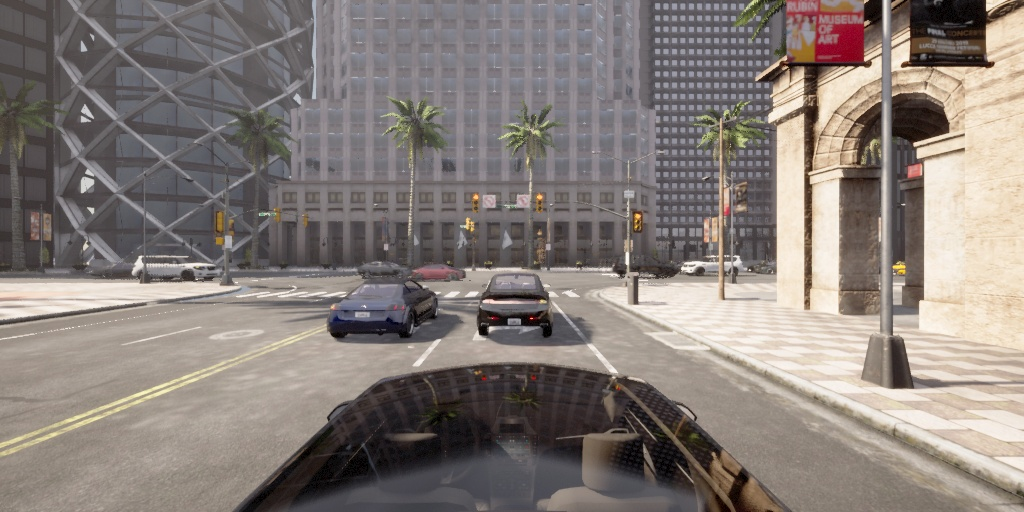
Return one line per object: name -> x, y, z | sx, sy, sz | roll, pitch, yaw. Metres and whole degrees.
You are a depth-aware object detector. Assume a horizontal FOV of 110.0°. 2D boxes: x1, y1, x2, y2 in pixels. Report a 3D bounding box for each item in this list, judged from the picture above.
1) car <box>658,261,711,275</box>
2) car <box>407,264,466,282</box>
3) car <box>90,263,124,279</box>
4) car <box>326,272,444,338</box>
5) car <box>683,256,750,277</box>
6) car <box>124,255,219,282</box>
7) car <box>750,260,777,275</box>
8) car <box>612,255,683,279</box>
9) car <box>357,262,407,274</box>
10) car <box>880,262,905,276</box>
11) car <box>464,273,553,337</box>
car -> 18.869, 1.255, 39.291 | 4.892, 1.490, 1.837 | 0, 0, 0
car -> -5.796, 1.314, 28.669 | 4.181, 1.385, 1.994 | 0, 0, 0
car -> -33.552, 1.297, 31.743 | 5.357, 1.411, 2.033 | 0, 0, -8
car -> -3.416, 1.314, 10.222 | 1.994, 1.385, 4.181 | 0, 0, 0
car -> 19.989, 0.972, 35.787 | 5.566, 2.045, 2.150 | 0, 0, 0
car -> -26.711, 0.971, 28.583 | 5.566, 2.045, 2.150 | 0, 0, -1
car -> 28.832, 1.314, 39.249 | 4.181, 1.385, 1.994 | 0, 0, 0
car -> 11.790, 0.971, 32.115 | 5.566, 2.045, 2.150 | 0, 0, 0
car -> -11.325, 1.241, 32.179 | 4.902, 1.511, 2.128 | 0, 0, 0
car -> 40.424, 1.227, 35.697 | 5.008, 1.535, 1.882 | 0, 0, 0
car -> 0.121, 1.242, 10.352 | 2.128, 1.511, 4.902 | 0, 0, 2
